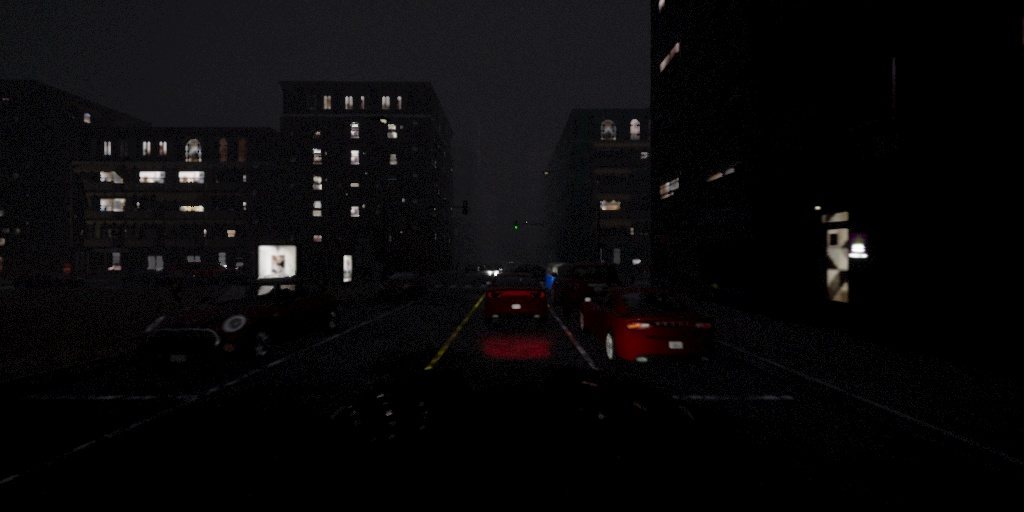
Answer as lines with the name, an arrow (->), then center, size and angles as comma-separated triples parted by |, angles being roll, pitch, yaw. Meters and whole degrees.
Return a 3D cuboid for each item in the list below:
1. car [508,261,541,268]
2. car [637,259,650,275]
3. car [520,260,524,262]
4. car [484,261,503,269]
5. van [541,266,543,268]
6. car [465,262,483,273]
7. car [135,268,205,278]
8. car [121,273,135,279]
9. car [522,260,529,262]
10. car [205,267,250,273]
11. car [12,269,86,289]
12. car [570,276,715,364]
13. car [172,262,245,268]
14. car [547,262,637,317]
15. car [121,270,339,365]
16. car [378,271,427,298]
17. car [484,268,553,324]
car -> 1.599, 1.441, 28.206 | 1.837, 1.490, 4.892 | -2, -1, 22
car -> 15.778, 1.041, 38.708 | 5.009, 1.841, 2.192 | 0, 0, 0
car -> 2.698, 1.710, 57.072 | 1.948, 1.339, 4.313 | 0, 0, 0
car -> -3.043, 1.656, 59.772 | 2.128, 1.511, 4.902 | 0, 0, 1
van -> 2.692, 1.212, 19.155 | 1.690, 1.789, 3.998 | 0, 0, 0
car -> -5.684, 1.669, 51.562 | 1.948, 1.339, 4.313 | 0, 0, 0
car -> -27.958, 1.914, 29.886 | 4.403, 1.370, 2.007 | 0, 0, 0
car -> -39.158, 2.102, 38.396 | 4.207, 1.307, 1.802 | 0, 0, 0
car -> 2.697, 1.685, 51.548 | 1.802, 1.307, 4.207 | 0, 0, 0
car -> -22.389, 1.834, 29.926 | 4.403, 1.370, 2.007 | 0, 0, 0
car -> -38.388, 2.060, 29.857 | 4.507, 1.381, 1.888 | 0, 0, 0
car -> 2.690, 1.339, 8.099 | 1.888, 1.381, 4.507 | 0, 0, 0
car -> -27.880, 1.582, 32.607 | 5.566, 2.045, 2.150 | -1, 0, 0
car -> 2.691, 1.147, 13.627 | 2.192, 1.841, 5.009 | 0, 0, 0
car -> -5.691, 1.234, 8.102 | 1.967, 1.591, 4.097 | 0, 0, 0
car -> -5.689, 1.453, 19.157 | 1.802, 1.307, 4.207 | 0, 0, 0
car -> 0.104, 1.302, 12.441 | 1.882, 1.535, 5.008 | 0, -1, 0
